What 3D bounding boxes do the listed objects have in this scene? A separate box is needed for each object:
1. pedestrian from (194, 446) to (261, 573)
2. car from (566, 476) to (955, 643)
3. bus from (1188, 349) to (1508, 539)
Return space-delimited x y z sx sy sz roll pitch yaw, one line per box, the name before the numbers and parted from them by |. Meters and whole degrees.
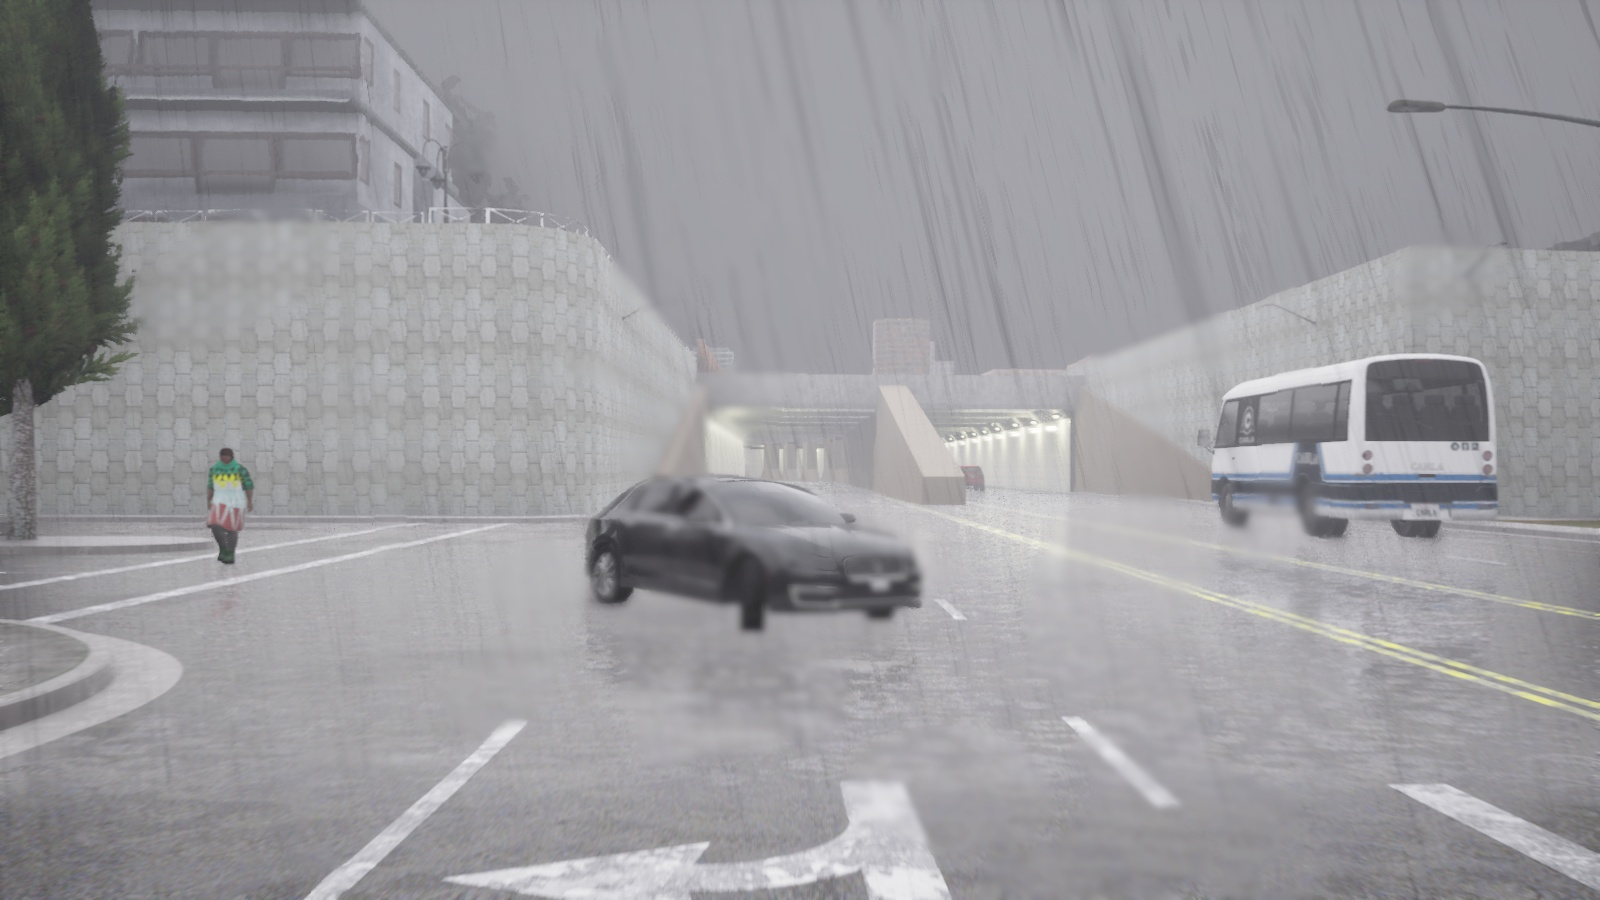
pedestrian | -9.068 0.929 19.923 0.659 1.952 0.873 0 -1 -1
car | -0.655 1.053 13.841 1.837 1.490 4.892 2 -2 -36
bus | 13.893 -0.059 33.336 3.944 4.253 10.273 0 -1 0
